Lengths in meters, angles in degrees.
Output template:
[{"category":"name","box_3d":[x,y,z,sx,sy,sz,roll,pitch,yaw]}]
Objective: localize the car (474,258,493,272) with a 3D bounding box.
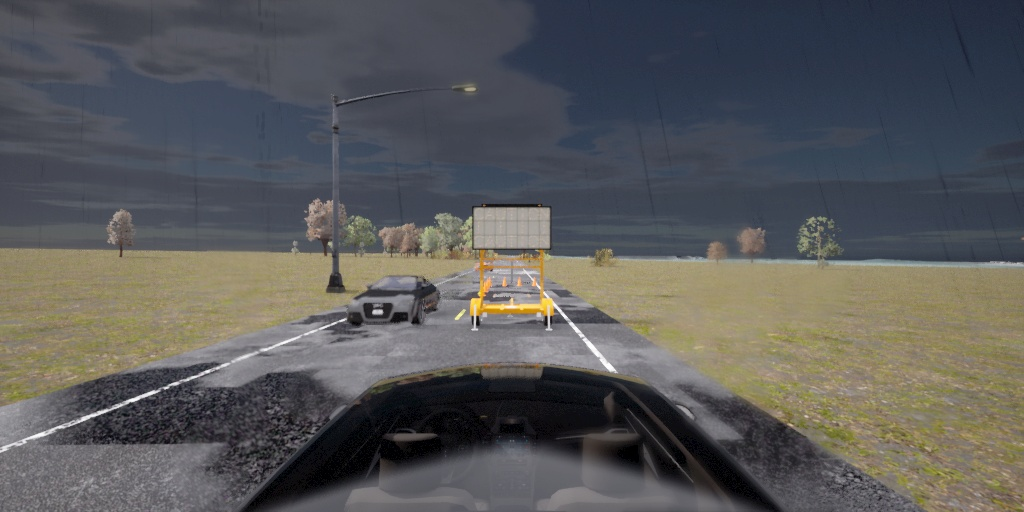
[{"category":"car","box_3d":[-3.512,1.103,45.259,2.097,1.767,4.553,0,0,0]}]

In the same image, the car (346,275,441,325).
[{"category":"car","box_3d":[-3.603,1.314,11.617,1.994,1.385,4.181,0,0,0]}]

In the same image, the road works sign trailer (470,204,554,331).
[{"category":"road works sign trailer","box_3d":[-0.003,0.215,11.018,2.380,3.560,2.880,0,0,0]}]
